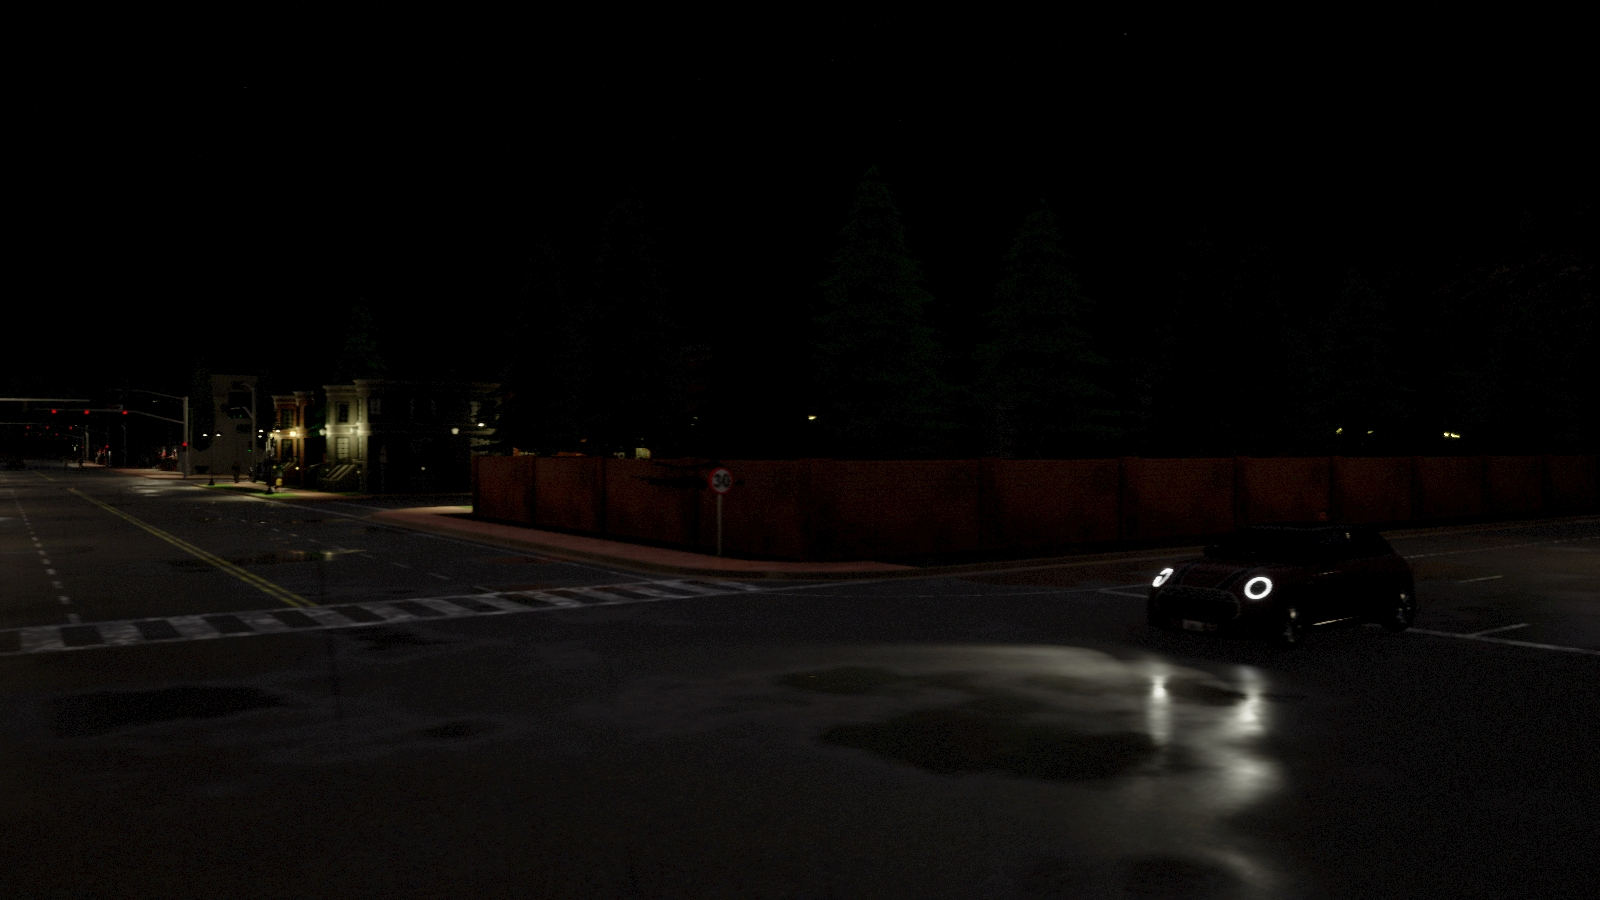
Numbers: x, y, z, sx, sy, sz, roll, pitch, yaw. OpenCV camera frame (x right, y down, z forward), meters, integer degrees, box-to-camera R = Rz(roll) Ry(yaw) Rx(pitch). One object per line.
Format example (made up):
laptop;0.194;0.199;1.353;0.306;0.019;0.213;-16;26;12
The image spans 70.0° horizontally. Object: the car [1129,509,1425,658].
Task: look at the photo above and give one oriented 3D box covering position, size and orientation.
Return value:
car;7.374;1.905;17.517;4.553;1.767;2.097;0;0;-35
